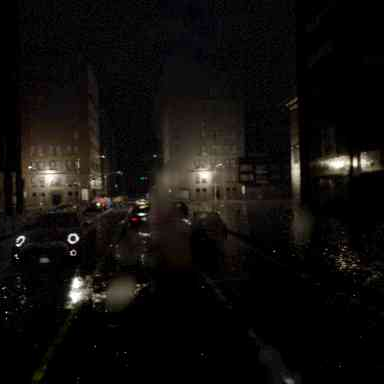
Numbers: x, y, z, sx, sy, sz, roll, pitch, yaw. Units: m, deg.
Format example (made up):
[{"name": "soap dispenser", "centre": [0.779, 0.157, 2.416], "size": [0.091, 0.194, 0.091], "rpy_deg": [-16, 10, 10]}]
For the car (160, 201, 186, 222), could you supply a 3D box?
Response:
[{"name": "car", "centre": [-1.291, 1.498, 26.902], "size": [1.967, 1.590, 4.097], "rpy_deg": [-2, 0, -9]}]

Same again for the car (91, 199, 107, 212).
[{"name": "car", "centre": [-12.321, 1.945, 42.327], "size": [1.947, 1.339, 4.313], "rpy_deg": [-2, 0, -9]}]

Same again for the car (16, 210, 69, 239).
[{"name": "car", "centre": [-8.841, 1.857, 20.037], "size": [1.802, 1.307, 4.206], "rpy_deg": [-2, 0, -9]}]

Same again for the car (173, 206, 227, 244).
[{"name": "car", "centre": [0.451, 1.555, 15.758], "size": [2.008, 1.369, 4.403], "rpy_deg": [-2, 0, -9]}]

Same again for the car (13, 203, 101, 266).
[{"name": "car", "centre": [-4.849, 1.508, 12.333], "size": [2.097, 1.767, 4.553], "rpy_deg": [-2, 0, -9]}]

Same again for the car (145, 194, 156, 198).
[{"name": "car", "centre": [-9.809, 1.562, 81.455], "size": [2.192, 1.841, 5.009], "rpy_deg": [-2, 0, -9]}]

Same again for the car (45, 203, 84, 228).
[{"name": "car", "centre": [-9.715, 1.742, 25.611], "size": [1.967, 1.590, 4.097], "rpy_deg": [-2, 0, -9]}]

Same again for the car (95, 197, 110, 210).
[{"name": "car", "centre": [-13.198, 1.719, 47.900], "size": [2.192, 1.841, 5.009], "rpy_deg": [-2, 0, -9]}]

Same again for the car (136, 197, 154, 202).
[{"name": "car", "centre": [-5.756, 1.680, 38.676], "size": [2.128, 1.511, 4.902], "rpy_deg": [-2, 0, -9]}]

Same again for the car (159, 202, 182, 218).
[{"name": "car", "centre": [-2.157, 1.666, 32.474], "size": [1.802, 1.307, 4.206], "rpy_deg": [-2, 0, -9]}]

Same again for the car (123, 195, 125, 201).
[{"name": "car", "centre": [-19.100, 2.068, 85.755], "size": [1.947, 1.339, 4.313], "rpy_deg": [-2, 0, -9]}]

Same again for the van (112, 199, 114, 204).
[{"name": "van", "centre": [-14.067, 1.769, 53.474], "size": [1.690, 1.788, 3.998], "rpy_deg": [-2, 0, -9]}]

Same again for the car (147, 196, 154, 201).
[{"name": "car", "centre": [-11.548, 1.814, 92.633], "size": [1.887, 1.381, 4.507], "rpy_deg": [-2, 0, -9]}]

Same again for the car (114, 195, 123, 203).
[{"name": "car", "centre": [-18.202, 2.016, 79.999], "size": [1.752, 1.417, 4.829], "rpy_deg": [-2, 0, -9]}]

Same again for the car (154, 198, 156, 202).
[{"name": "car", "centre": [-3.027, 1.654, 38.046], "size": [1.887, 1.381, 4.507], "rpy_deg": [-2, 0, -9]}]

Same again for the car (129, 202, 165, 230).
[{"name": "car", "centre": [-3.178, 1.660, 22.194], "size": [2.033, 1.411, 5.357], "rpy_deg": [-2, 0, -8]}]
